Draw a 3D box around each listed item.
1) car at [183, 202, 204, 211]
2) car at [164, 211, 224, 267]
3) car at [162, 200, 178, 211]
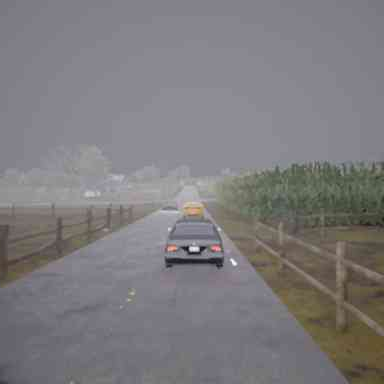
[{"bbox_3d":[0.112,1.683,32.764,1.882,1.535,5.008,0,0,0],"label":"car"},{"bbox_3d":[0.077,1.634,11.675,2.033,1.411,5.357,0,0,0],"label":"car"},{"bbox_3d":[-2.810,1.757,43.736,1.994,1.385,4.181,0,0,0],"label":"car"}]
